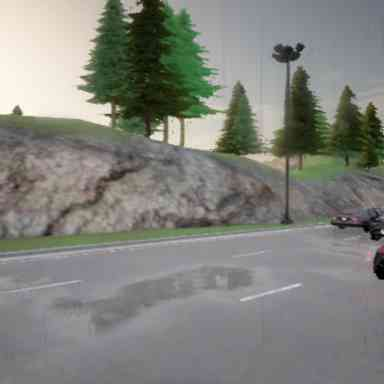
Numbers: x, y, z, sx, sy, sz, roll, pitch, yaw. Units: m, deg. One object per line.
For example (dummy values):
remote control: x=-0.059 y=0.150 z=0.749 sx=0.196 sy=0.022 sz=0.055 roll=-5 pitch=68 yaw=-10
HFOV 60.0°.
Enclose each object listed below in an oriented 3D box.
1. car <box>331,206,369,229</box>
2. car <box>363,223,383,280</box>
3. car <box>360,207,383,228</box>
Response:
car: x=10.758 y=1.605 z=20.678 sx=5.357 sy=1.411 sz=2.033 roll=0 pitch=0 yaw=-37
car: x=6.617 y=1.594 z=8.807 sx=4.181 sy=1.385 sz=1.994 roll=0 pitch=0 yaw=-37
car: x=10.227 y=1.575 z=15.905 sx=4.674 sy=1.442 sz=1.812 roll=0 pitch=0 yaw=-37
